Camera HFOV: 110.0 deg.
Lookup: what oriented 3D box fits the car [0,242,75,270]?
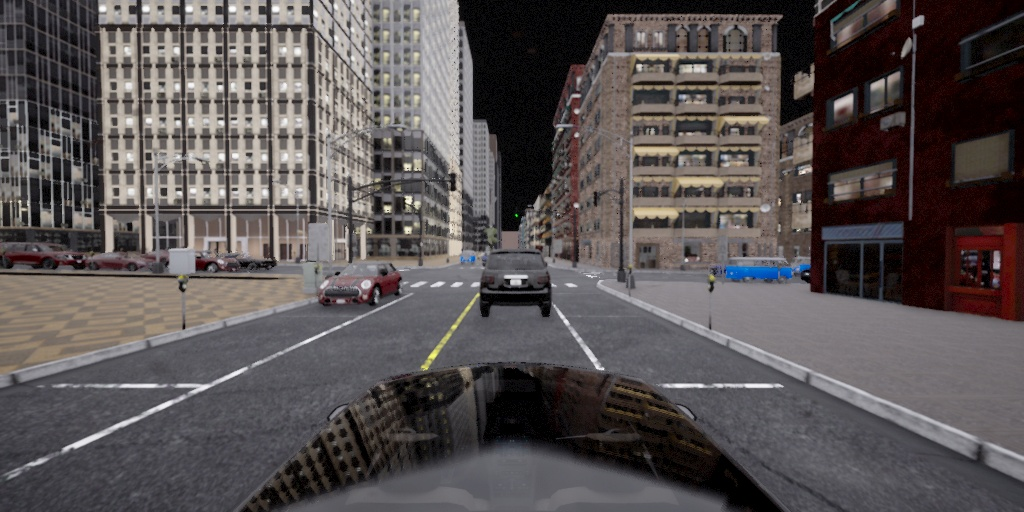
[{"bbox_3d":[-32.289,0.016,24.655,5.009,1.841,2.192,0,0,0],"label":"car"}]

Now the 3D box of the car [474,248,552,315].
[{"bbox_3d":[0.107,0.754,12.489,2.150,2.045,5.566,0,1,0],"label":"car"}]

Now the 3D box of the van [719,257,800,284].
[{"bbox_3d":[16.919,0.990,24.635,3.998,1.789,1.690,0,0,0],"label":"van"}]

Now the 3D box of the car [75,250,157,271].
[{"bbox_3d":[-26.715,0.390,24.668,4.207,1.307,1.802,0,0,0],"label":"car"}]

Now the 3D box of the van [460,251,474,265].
[{"bbox_3d":[-5.677,0.195,46.387,1.690,1.789,3.998,0,0,0],"label":"van"}]

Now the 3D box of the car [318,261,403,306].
[{"bbox_3d":[-5.687,0.943,13.920,1.967,1.591,4.097,0,0,0],"label":"car"}]

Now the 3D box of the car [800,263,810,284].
[{"bbox_3d":[22.458,1.317,24.818,4.313,1.339,1.948,0,0,0],"label":"car"}]

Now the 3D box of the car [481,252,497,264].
[{"bbox_3d":[-3.068,0.282,48.911,1.882,1.535,5.008,0,1,0],"label":"car"}]

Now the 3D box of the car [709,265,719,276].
[{"bbox_3d":[19.543,1.049,30.549,5.008,1.535,1.882,1,1,0],"label":"car"}]

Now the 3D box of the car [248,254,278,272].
[{"bbox_3d":[-20.622,0.469,27.259,4.718,1.301,1.895,1,1,0],"label":"car"}]

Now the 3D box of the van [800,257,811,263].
[{"bbox_3d":[27.928,1.017,33.177,3.998,1.789,1.690,0,0,0],"label":"van"}]

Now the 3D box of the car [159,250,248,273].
[{"bbox_3d":[-21.141,0.354,24.682,4.097,1.591,1.967,0,0,0],"label":"car"}]
